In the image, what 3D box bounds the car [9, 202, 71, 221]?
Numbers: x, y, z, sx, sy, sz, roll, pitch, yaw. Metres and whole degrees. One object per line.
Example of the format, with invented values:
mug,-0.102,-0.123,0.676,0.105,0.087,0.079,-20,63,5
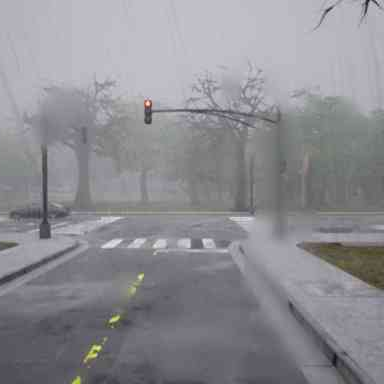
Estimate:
car,-12.023,1.515,26.443,4.674,1.442,1.812,0,0,1
